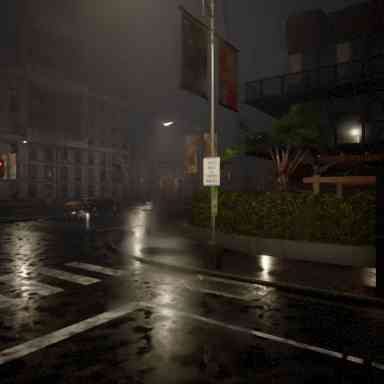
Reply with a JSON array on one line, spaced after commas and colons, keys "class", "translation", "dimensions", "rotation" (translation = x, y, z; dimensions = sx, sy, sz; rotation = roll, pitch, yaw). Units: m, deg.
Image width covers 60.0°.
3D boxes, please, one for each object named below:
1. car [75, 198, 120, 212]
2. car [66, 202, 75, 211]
[{"class": "car", "translation": [-10.581, 1.505, 38.361], "dimensions": [1.837, 1.490, 4.892], "rotation": [0, 0, 36]}, {"class": "car", "translation": [-13.077, 1.478, 40.905], "dimensions": [1.882, 1.535, 5.008], "rotation": [0, 0, 35]}]
